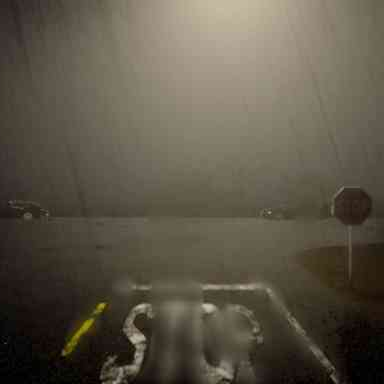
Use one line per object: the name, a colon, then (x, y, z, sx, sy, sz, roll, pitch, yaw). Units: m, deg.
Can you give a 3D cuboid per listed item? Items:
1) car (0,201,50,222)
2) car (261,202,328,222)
car: (-13.033, 1.409, 24.414, 4.892, 1.490, 1.837, 0, 0, -2)
car: (7.652, 1.491, 24.992, 4.902, 1.511, 2.128, 0, 0, -2)
